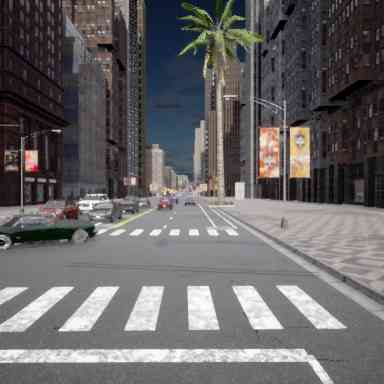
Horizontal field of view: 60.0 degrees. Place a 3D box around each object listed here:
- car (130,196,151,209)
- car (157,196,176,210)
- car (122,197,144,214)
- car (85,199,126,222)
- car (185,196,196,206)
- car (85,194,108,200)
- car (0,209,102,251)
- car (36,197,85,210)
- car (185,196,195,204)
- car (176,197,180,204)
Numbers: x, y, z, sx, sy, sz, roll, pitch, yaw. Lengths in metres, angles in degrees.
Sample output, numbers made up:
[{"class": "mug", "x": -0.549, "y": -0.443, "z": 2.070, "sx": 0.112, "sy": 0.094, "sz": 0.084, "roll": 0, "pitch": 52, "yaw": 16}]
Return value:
[{"class": "car", "x": -6.852, "y": 1.513, "z": 46.146, "sx": 2.128, "sy": 1.511, "sz": 4.902, "roll": 0, "pitch": 0, "yaw": 0}, {"class": "car", "x": -3.397, "y": 1.544, "z": 43.227, "sx": 1.812, "sy": 1.442, "sz": 4.674, "roll": 0, "pitch": 0, "yaw": 0}, {"class": "car", "x": -6.802, "y": 1.558, "z": 35.850, "sx": 2.033, "sy": 1.411, "sz": 5.357, "roll": 0, "pitch": 0, "yaw": 0}, {"class": "car", "x": -6.742, "y": 1.531, "z": 26.179, "sx": 1.812, "sy": 1.442, "sz": 4.674, "roll": 0, "pitch": 0, "yaw": 0}, {"class": "car", "x": -0.321, "y": 1.586, "z": 56.124, "sx": 2.033, "sy": 1.411, "sz": 5.357, "roll": 0, "pitch": 0, "yaw": 0}, {"class": "car", "x": -10.043, "y": 1.231, "z": 34.257, "sx": 2.150, "sy": 2.045, "sz": 5.566, "roll": 0, "pitch": 0, "yaw": 0}, {"class": "car", "x": -6.532, "y": 1.602, "z": 14.090, "sx": 4.718, "sy": 1.301, "sz": 1.895, "roll": 0, "pitch": 0, "yaw": -33}, {"class": "car", "x": -9.987, "y": 1.357, "z": 24.770, "sx": 2.097, "sy": 1.767, "sz": 4.553, "roll": 0, "pitch": 0, "yaw": 0}, {"class": "car", "x": -0.381, "y": 1.539, "z": 66.547, "sx": 1.882, "sy": 1.535, "sz": 5.008, "roll": 0, "pitch": 0, "yaw": 0}, {"class": "car", "x": -3.551, "y": 1.584, "z": 65.427, "sx": 1.812, "sy": 1.442, "sz": 4.674, "roll": 0, "pitch": 0, "yaw": 0}]
